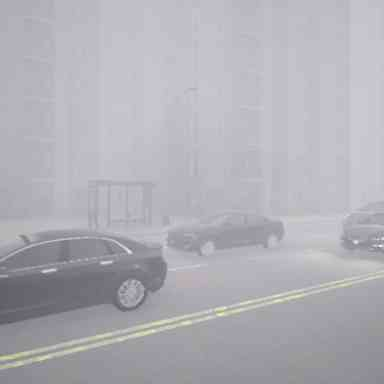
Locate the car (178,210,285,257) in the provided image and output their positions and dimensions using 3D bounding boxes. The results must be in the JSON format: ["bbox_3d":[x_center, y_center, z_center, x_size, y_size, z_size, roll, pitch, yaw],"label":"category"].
[{"bbox_3d":[1.417,1.477,13.077,5.008,1.535,1.882,0,0,-32],"label":"car"}]

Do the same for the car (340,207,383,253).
[{"bbox_3d":[7.792,1.505,12.899,4.892,1.490,1.837,0,0,-32],"label":"car"}]

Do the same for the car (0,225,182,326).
[{"bbox_3d":[-2.796,1.505,6.218,4.892,1.490,1.837,0,0,-34],"label":"car"}]

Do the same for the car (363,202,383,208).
[{"bbox_3d":[10.604,1.352,18.743,4.553,1.767,2.097,0,0,-31],"label":"car"}]
